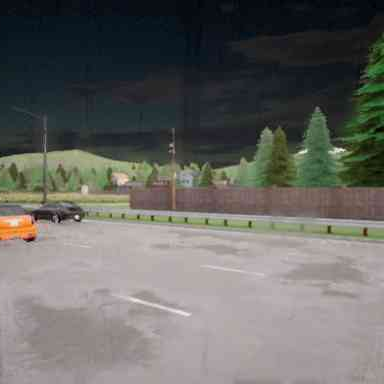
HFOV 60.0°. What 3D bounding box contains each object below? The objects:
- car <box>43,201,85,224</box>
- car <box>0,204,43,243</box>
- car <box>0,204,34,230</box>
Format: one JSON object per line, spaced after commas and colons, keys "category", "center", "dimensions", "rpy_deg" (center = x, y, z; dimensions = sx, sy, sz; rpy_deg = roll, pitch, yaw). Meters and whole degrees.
{"category": "car", "center": [-9.746, 1.433, 23.857], "dimensions": [4.892, 1.490, 1.837], "rpy_deg": [0, 0, 36]}
{"category": "car", "center": [-8.904, 1.300, 14.654], "dimensions": [4.553, 1.767, 2.097], "rpy_deg": [0, 0, 36]}
{"category": "car", "center": [-12.355, 1.527, 21.419], "dimensions": [4.718, 1.301, 1.895], "rpy_deg": [0, 0, 36]}
